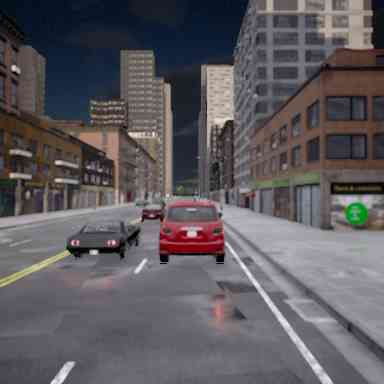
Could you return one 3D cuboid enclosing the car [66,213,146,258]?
[{"bbox_3d":[-3.235,1.735,13.255,1.895,1.301,4.718,0,-1,0],"label":"car"}]

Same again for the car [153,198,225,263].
[{"bbox_3d":[0.008,1.352,12.596,2.150,2.045,5.566,0,0,0],"label":"car"}]

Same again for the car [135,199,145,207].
[{"bbox_3d":[-9.763,2.189,64.533,1.837,1.490,4.892,0,-1,1],"label":"car"}]

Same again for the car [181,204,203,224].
[{"bbox_3d":[0.022,1.816,28.900,1.812,1.442,4.674,0,0,0],"label":"car"}]

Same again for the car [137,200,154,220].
[{"bbox_3d":[-3.225,1.772,29.248,1.882,1.535,5.008,0,0,0],"label":"car"}]

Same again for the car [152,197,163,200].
[{"bbox_3d":[-6.515,1.907,64.504,2.150,2.045,5.566,0,-1,1],"label":"car"}]
